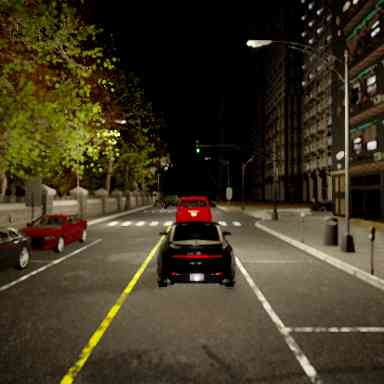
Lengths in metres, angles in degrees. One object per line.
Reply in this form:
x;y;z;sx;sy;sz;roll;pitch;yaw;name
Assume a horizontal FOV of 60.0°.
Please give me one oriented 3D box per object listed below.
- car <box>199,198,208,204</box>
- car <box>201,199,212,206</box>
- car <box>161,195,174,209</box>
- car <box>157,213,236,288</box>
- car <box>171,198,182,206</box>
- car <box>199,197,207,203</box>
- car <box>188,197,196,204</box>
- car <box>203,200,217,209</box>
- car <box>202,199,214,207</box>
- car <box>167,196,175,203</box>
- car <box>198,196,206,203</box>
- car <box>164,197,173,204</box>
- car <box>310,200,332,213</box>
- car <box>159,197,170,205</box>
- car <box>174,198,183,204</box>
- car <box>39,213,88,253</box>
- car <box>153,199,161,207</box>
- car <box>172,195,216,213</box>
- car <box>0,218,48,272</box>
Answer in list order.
2.719;2.066;80.197;1.887;1.381;4.507;0;0;0;car
2.712;1.967;63.299;1.947;1.339;4.313;0;0;0;car
-3.074;1.539;50.861;2.150;2.045;5.566;0;0;0;car
0.101;1.561;9.428;1.837;1.490;4.892;0;0;0;car
-2.995;1.975;64.678;1.994;1.385;4.181;0;0;1;car
2.721;2.003;85.829;1.967;1.590;4.097;0;0;0;car
0.026;1.980;78.905;1.882;1.535;5.008;0;0;0;car
2.708;1.891;52.034;1.947;1.339;4.313;0;0;0;car
2.710;1.929;57.667;1.947;1.339;4.313;0;0;0;car
-5.658;2.046;91.463;1.967;1.590;4.097;0;0;0;car
2.723;2.045;91.461;1.967;1.590;4.097;0;0;0;car
-5.662;2.046;80.030;1.752;1.417;4.829;0;0;0;car
14.682;1.509;35.242;4.181;1.385;1.994;-1;-1;0;car
-5.665;1.881;68.935;1.967;1.590;4.097;0;0;0;car
-2.977;2.082;75.650;1.895;1.301;4.718;0;0;0;car
-5.813;1.628;14.120;1.887;1.381;4.507;0;0;0;car
-5.670;1.945;57.669;1.802;1.307;4.206;0;0;0;car
0.093;1.348;21.233;2.150;2.045;5.566;0;0;0;car
-5.764;1.601;8.580;2.008;1.369;4.403;0;0;0;car
